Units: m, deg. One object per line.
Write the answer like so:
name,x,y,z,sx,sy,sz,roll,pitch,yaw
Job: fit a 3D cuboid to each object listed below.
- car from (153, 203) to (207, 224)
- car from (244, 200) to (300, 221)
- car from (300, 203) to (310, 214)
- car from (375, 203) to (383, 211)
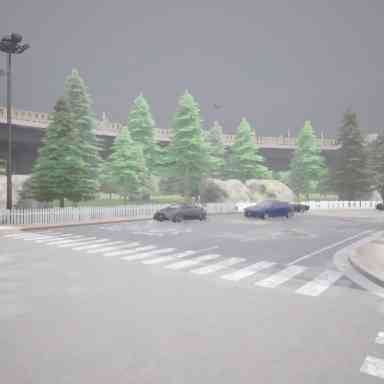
car,-0.815,1.518,24.519,1.994,1.385,4.181,0,0,44
car,6.294,1.431,26.936,5.008,1.535,1.882,0,0,-39
car,9.431,1.556,33.259,4.718,1.301,1.895,0,0,-29
car,23.115,1.517,37.647,4.181,1.385,1.994,0,0,-5
